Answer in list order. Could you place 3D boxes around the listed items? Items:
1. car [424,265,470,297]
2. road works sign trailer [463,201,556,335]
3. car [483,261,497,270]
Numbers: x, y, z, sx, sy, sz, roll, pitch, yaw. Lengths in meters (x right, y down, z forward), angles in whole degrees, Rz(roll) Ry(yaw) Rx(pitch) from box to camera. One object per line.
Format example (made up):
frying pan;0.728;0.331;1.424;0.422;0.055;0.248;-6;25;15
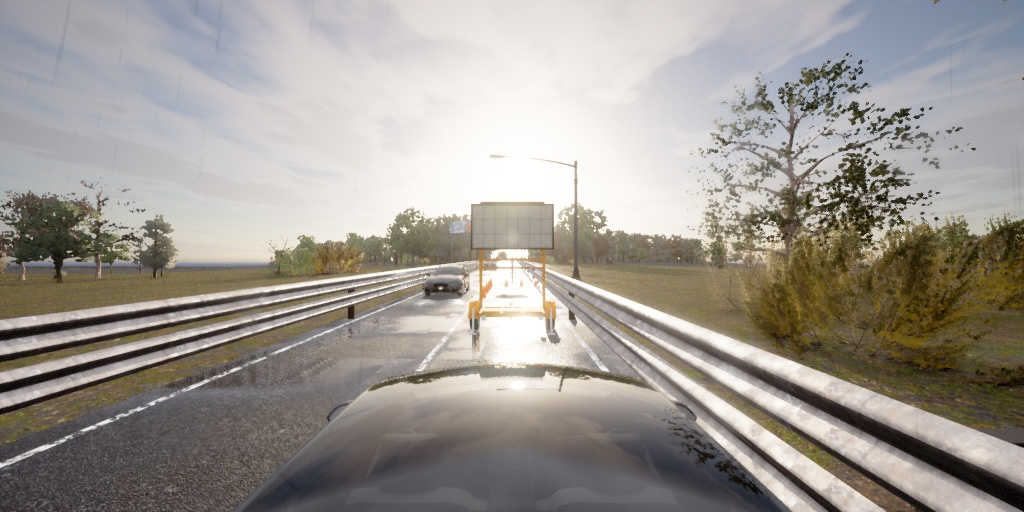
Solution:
car;-3.344;1.261;19.220;1.837;1.490;4.892;0;0;0
road works sign trailer;0.013;0.218;10.505;2.380;3.560;2.880;0;0;0
car;-3.233;1.261;53.462;2.128;1.511;4.902;0;0;0
